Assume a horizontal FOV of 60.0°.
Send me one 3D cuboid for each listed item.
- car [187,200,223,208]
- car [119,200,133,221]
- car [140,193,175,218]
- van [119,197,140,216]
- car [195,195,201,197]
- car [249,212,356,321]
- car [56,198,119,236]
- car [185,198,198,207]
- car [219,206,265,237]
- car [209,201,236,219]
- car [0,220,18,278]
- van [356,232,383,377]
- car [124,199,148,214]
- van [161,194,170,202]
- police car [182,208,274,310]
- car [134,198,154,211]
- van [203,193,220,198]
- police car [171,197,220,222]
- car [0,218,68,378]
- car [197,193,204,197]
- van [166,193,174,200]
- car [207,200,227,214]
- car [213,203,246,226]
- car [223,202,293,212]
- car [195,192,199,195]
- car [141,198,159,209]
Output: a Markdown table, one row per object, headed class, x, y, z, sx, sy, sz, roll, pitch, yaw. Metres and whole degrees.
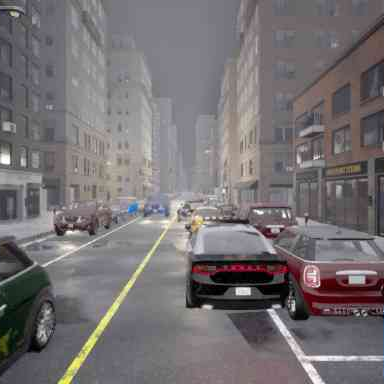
| class | x | y | z | sx | sy | sz | roll | pitch | yaw |
| --- | --- | --- | --- | --- | --- | --- | --- | --- | --- |
| car | 0.763 | 1.455 | 18.133 | 1.801 | 1.575 | 5.366 | 0 | 0 | 0 |
| car | -5.890 | 1.549 | 24.288 | 2.008 | 1.369 | 4.403 | 0 | 0 | 0 |
| car | -3.040 | 1.220 | 30.195 | 2.150 | 2.045 | 5.566 | 0 | 0 | 0 |
| van | -5.898 | 1.339 | 29.956 | 1.690 | 1.788 | 3.998 | 0 | 0 | 0 |
| car | -0.049 | 1.515 | 42.138 | 1.812 | 1.442 | 4.674 | 0 | 0 | 0 |
| car | 2.658 | 1.440 | 7.305 | 1.967 | 1.590 | 4.097 | 0 | 0 | 0 |
| car | -5.883 | 1.314 | 18.620 | 2.192 | 1.841 | 5.009 | 0 | 0 | 0 |
| car | -0.067 | 1.579 | 51.555 | 1.895 | 1.301 | 4.718 | 0 | 0 | 0 |
| car | 2.643 | 1.565 | 18.644 | 1.947 | 1.339 | 4.313 | 0 | 0 | 0 |
| car | 2.628 | 1.549 | 29.981 | 2.008 | 1.369 | 4.403 | 0 | 0 | 0 |
| car | -5.867 | 1.525 | 7.114 | 1.752 | 1.417 | 4.829 | 0 | 0 | 0 |
| van | 2.665 | 1.341 | 1.635 | 1.690 | 1.788 | 3.998 | 0 | 0 | 0 |
| car | -5.904 | 1.521 | 35.455 | 1.752 | 1.417 | 4.829 | 0 | 0 | 0 |
| van | -5.954 | 1.293 | 74.157 | 1.690 | 1.788 | 3.998 | 0 | 0 | 0 |
| police car | 0.786 | 1.425 | 8.038 | 1.930 | 1.638 | 5.238 | 0 | 0 | -1 |
| car | -5.912 | 1.515 | 41.125 | 1.752 | 1.417 | 4.829 | 0 | 0 | 0 |
| van | 2.614 | 1.331 | 41.321 | 1.690 | 1.788 | 3.998 | 0 | 0 | 0 |
| police car | 0.242 | 1.424 | 23.959 | 1.930 | 1.638 | 5.238 | 0 | 0 | -17 |
| car | -3.105 | 1.352 | 3.115 | 2.097 | 1.767 | 4.553 | 0 | 0 | 0 |
| car | 2.571 | 1.392 | 74.186 | 1.967 | 1.590 | 4.097 | 0 | 0 | 0 |
| van | -5.976 | 1.265 | 90.915 | 1.690 | 1.788 | 3.998 | 0 | 0 | 0 |
| car | 2.621 | 1.577 | 35.651 | 1.802 | 1.307 | 4.206 | 0 | 0 | 0 |
| car | 2.635 | 1.564 | 24.312 | 1.947 | 1.339 | 4.313 | 0 | 0 | 0 |
| car | 2.650 | 1.314 | 12.974 | 2.192 | 1.841 | 5.009 | 0 | 0 | 0 |
| car | 2.557 | 1.250 | 85.356 | 2.192 | 1.841 | 5.009 | 0 | 0 | 0 |
| car | -5.919 | 1.534 | 46.962 | 2.008 | 1.369 | 4.403 | 0 | 0 | 0 |
